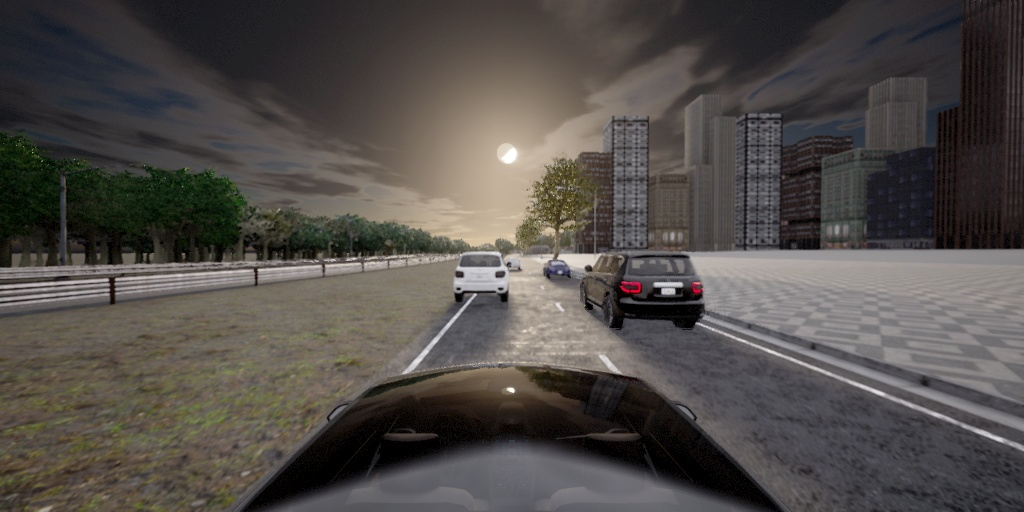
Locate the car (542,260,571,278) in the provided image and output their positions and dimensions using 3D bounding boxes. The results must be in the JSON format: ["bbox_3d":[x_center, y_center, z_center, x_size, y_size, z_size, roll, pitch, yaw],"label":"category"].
[{"bbox_3d":[3.600,1.011,29.113,1.812,1.442,4.674,0,0,0],"label":"car"}]

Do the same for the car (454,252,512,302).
[{"bbox_3d":[-1.225,0.828,16.140,2.150,2.045,5.566,0,1,0],"label":"car"}]

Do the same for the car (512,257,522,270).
[{"bbox_3d":[0.082,0.884,43.794,1.812,1.442,4.674,0,1,-1],"label":"car"}]

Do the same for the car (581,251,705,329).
[{"bbox_3d":[3.600,0.876,10.933,2.150,2.045,5.566,0,1,0],"label":"car"}]
